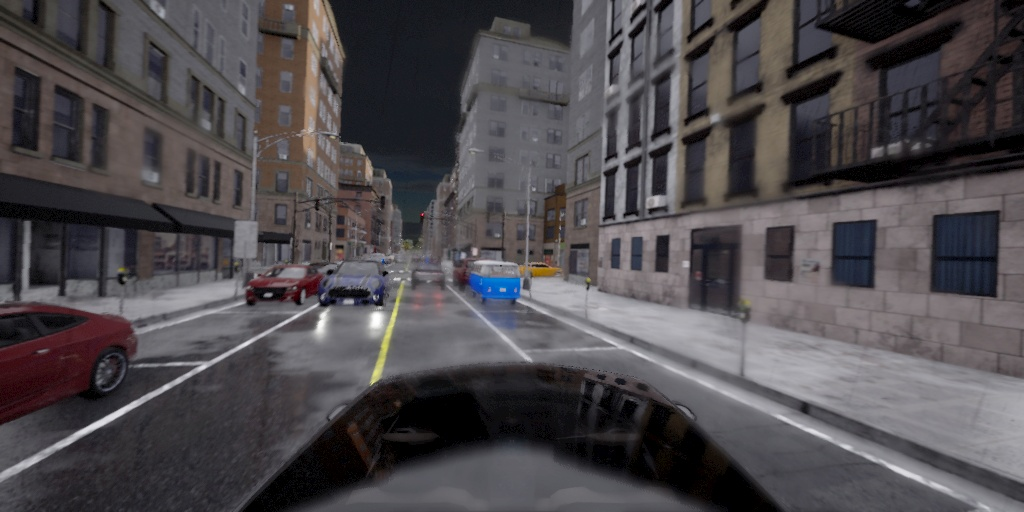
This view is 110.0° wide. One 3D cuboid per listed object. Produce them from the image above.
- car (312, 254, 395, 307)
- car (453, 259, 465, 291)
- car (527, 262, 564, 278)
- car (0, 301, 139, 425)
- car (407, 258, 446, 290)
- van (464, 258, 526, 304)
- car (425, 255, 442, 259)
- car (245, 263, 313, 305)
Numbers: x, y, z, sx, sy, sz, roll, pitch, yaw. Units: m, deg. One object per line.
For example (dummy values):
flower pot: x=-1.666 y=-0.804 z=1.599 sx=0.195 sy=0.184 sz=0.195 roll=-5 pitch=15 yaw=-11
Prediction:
car: x=-5.959 y=0.922 z=14.038 sx=2.097 sy=1.767 sz=4.553 roll=2 pitch=0 yaw=-15
car: x=-2.373 y=1.042 z=21.386 sx=2.192 sy=1.841 sz=5.009 roll=0 pitch=0 yaw=-16
car: x=2.729 y=1.383 z=35.170 sx=5.008 sy=1.535 sz=1.882 roll=2 pitch=0 yaw=-14
car: x=-5.650 y=1.129 z=3.303 sx=1.802 sy=1.307 sz=4.207 roll=0 pitch=0 yaw=-16
car: x=-4.985 y=1.121 z=21.211 sx=2.128 sy=1.511 sz=4.902 roll=2 pitch=0 yaw=-15
van: x=-0.891 y=1.105 z=16.077 sx=1.690 sy=1.789 sz=3.998 roll=0 pitch=0 yaw=-16
car: x=-12.360 y=0.785 z=57.397 sx=2.192 sy=1.841 sz=5.009 roll=0 pitch=0 yaw=-16
car: x=-8.615 y=1.017 z=13.919 sx=1.888 sy=1.381 sz=4.507 roll=0 pitch=0 yaw=-16
